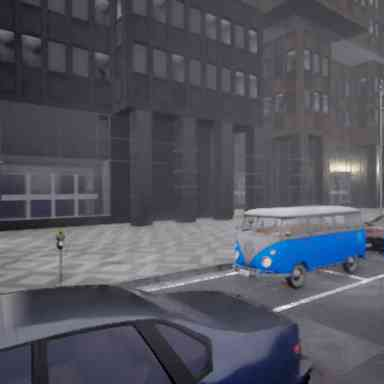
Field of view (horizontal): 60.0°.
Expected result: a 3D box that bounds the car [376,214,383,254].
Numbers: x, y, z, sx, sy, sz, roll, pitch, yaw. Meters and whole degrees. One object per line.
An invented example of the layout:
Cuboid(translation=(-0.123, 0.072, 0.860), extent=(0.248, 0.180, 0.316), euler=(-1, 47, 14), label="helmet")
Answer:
Cuboid(translation=(7.470, 1.435, 11.972), extent=(4.507, 1.381, 1.887), euler=(-1, 0, -35), label="car")

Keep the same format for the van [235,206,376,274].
Cuboid(translation=(2.894, 1.279, 8.709), extent=(3.998, 1.788, 1.690), euler=(-1, 0, -35), label="van")

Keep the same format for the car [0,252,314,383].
Cuboid(translation=(-1.380, 1.546, 2.393), extent=(5.357, 1.411, 2.033), euler=(-1, 0, -35), label="car")
